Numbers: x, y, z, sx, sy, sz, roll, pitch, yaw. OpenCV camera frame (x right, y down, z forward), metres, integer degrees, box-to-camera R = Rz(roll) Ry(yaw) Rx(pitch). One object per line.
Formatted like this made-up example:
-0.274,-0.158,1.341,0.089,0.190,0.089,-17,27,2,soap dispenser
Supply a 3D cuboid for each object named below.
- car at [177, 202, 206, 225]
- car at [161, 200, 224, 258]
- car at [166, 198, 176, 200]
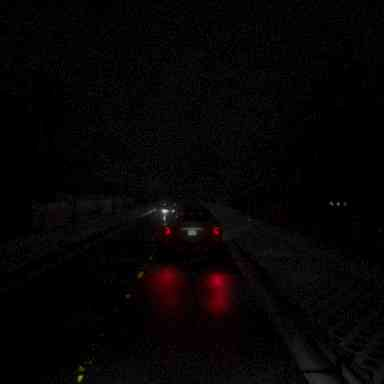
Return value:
-0.017,1.564,25.786,2.033,1.411,5.357,0,0,0,car
0.026,1.343,12.877,2.097,1.767,4.553,0,0,1,car
-2.866,1.615,45.738,1.837,1.490,4.892,0,-1,0,car
